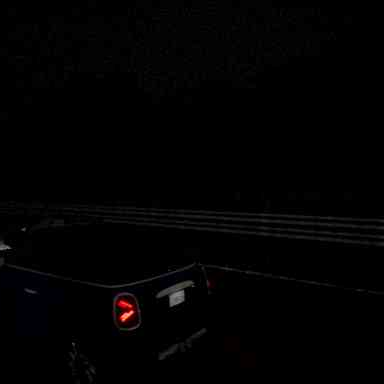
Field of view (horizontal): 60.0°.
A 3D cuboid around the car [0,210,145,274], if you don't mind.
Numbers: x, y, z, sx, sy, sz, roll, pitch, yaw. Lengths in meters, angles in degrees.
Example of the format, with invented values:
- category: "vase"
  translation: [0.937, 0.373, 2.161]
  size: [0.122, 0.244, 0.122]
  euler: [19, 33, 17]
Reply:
- category: "car"
  translation: [-4.274, 1.481, 11.330]
  size: [5.357, 1.411, 2.033]
  euler: [0, 0, 35]

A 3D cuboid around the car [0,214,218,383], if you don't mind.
- category: "car"
  translation: [-1.916, 1.321, 5.355]
  size: [4.553, 1.767, 2.097]
  euler: [0, 0, 35]
